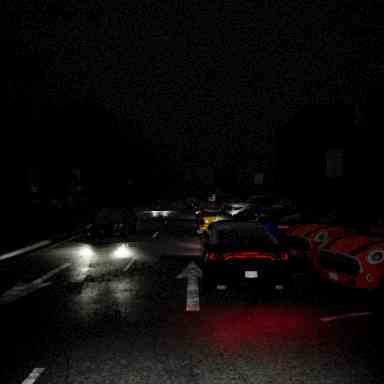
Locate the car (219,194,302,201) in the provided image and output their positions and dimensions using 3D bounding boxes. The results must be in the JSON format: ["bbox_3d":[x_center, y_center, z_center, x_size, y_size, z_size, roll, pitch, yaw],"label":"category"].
[{"bbox_3d":[5.368,1.264,26.340,5.566,2.045,2.435,1,0,-20],"label":"car"}]

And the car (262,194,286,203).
[{"bbox_3d":[18.467,1.445,75.390,2.435,2.045,5.566,0,0,-21],"label":"car"}]

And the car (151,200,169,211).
[{"bbox_3d":[-3.958,1.642,42.096,1.994,1.385,4.181,0,0,0],"label":"car"}]

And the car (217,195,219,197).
[{"bbox_3d":[5.394,1.415,35.356,4.553,1.767,2.185,1,0,-20],"label":"car"}]

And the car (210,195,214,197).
[{"bbox_3d":[5.444,1.572,44.375,5.008,1.535,2.097,1,0,-20],"label":"car"}]

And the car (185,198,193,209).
[{"bbox_3d":[0.100,1.574,47.140,1.882,1.535,5.008,0,0,1],"label":"car"}]

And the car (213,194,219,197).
[{"bbox_3d":[5.478,1.436,41.372,4.553,1.767,2.185,1,0,-20],"label":"car"}]

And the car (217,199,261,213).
[{"bbox_3d":[5.436,1.591,38.363,4.674,1.452,2.002,1,0,-20],"label":"car"}]

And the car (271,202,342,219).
[{"bbox_3d":[5.365,1.366,11.349,4.553,1.767,2.185,1,0,-20],"label":"car"}]

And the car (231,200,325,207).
[{"bbox_3d":[5.192,1.497,20.281,5.366,1.575,1.946,1,0,-20],"label":"car"}]

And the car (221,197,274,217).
[{"bbox_3d":[5.383,1.405,32.354,4.553,1.767,2.185,1,0,-20],"label":"car"}]

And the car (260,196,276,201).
[{"bbox_3d":[21.086,1.794,92.446,2.163,1.488,4.792,0,-1,-21],"label":"car"}]

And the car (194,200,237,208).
[{"bbox_3d":[1.207,1.471,19.250,1.801,1.575,5.366,0,0,0],"label":"car"}]

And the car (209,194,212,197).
[{"bbox_3d":[5.483,1.376,59.413,5.566,2.045,2.435,1,0,-20],"label":"car"}]

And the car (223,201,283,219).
[{"bbox_3d":[5.377,1.552,29.340,4.792,1.488,2.163,1,0,-20],"label":"car"}]

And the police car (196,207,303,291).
[{"bbox_3d":[1.177,1.428,9.170,1.930,1.638,5.238,0,0,0],"label":"police car"}]

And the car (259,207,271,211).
[{"bbox_3d":[5.339,1.534,14.345,4.674,1.452,2.002,1,0,-20],"label":"car"}]

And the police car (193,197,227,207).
[{"bbox_3d":[1.227,1.453,25.170,1.930,1.638,5.238,0,0,0],"label":"police car"}]

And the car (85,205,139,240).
[{"bbox_3d":[-3.992,1.490,17.229,1.882,1.535,5.008,0,0,0],"label":"car"}]

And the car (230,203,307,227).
[{"bbox_3d":[5.350,1.538,23.338,4.792,1.488,2.163,1,0,-20],"label":"car"}]

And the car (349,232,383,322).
[{"bbox_3d":[5.286,1.516,5.328,4.792,1.488,2.163,1,0,-20],"label":"car"}]

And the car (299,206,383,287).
[{"bbox_3d":[5.355,1.363,8.348,4.553,1.767,2.185,1,0,-20],"label":"car"}]
